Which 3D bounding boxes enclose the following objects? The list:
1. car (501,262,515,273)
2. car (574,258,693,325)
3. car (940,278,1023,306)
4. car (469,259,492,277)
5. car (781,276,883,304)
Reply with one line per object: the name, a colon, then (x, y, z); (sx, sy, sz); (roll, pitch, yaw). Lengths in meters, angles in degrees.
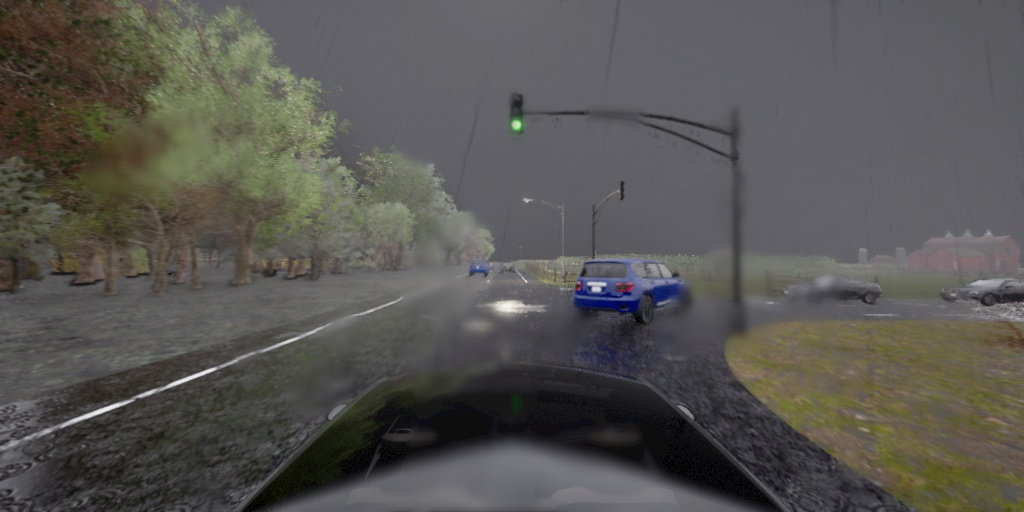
car: (-0.644, 1.731, 56.590); (2.097, 1.767, 4.553); (0, -1, -1)
car: (4.440, 1.128, 12.773); (2.150, 2.045, 5.566); (-2, -2, 44)
car: (26.543, 1.949, 19.663); (4.674, 1.442, 1.812); (1, -2, 0)
car: (-3.976, 1.441, 43.958); (2.150, 2.045, 5.566); (0, -1, -1)
car: (17.443, 1.808, 19.622); (4.674, 1.442, 1.812); (1, -2, 1)
